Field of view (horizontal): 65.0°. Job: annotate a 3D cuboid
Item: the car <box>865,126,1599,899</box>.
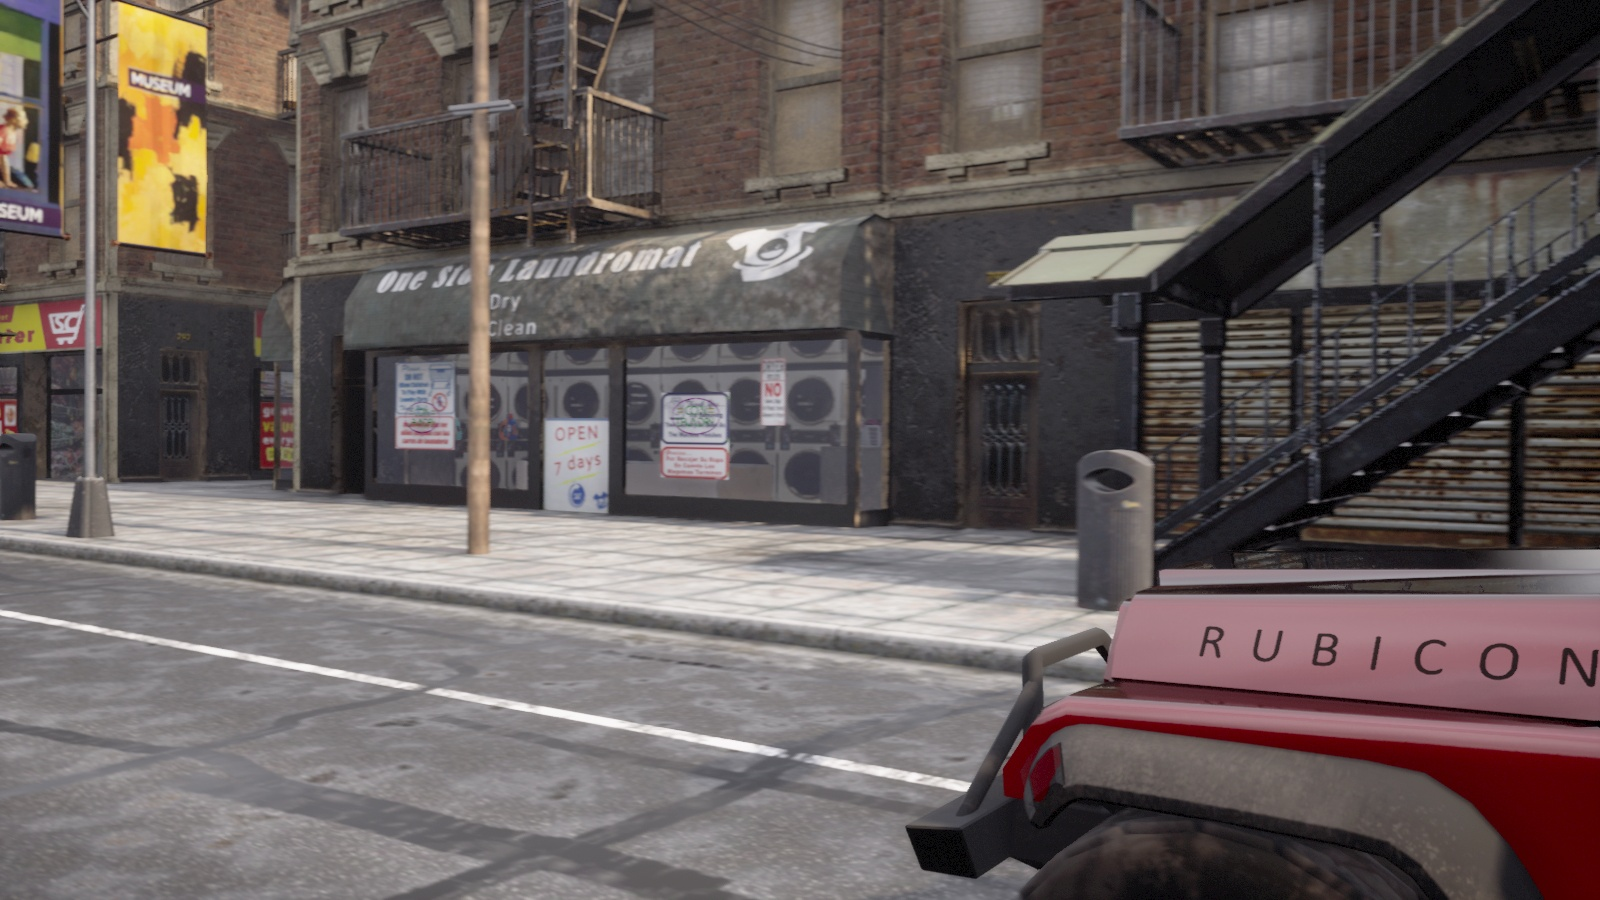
[{"bbox_3d":[2.268,0.478,2.111,3.866,1.878,1.905,0,1,34],"label":"car"}]
